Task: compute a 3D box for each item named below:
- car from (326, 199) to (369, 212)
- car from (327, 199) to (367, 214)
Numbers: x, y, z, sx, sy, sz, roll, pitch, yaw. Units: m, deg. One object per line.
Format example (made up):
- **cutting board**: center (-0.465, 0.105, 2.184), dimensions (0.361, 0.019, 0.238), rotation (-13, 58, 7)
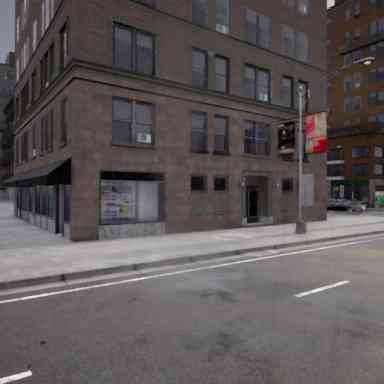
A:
- **car**: center (18.726, 1.577, 40.137), dimensions (1.947, 1.339, 4.313), rotation (0, 0, -35)
- **car**: center (15.654, 1.482, 34.977), dimensions (2.128, 1.511, 4.902), rotation (0, 0, -35)
